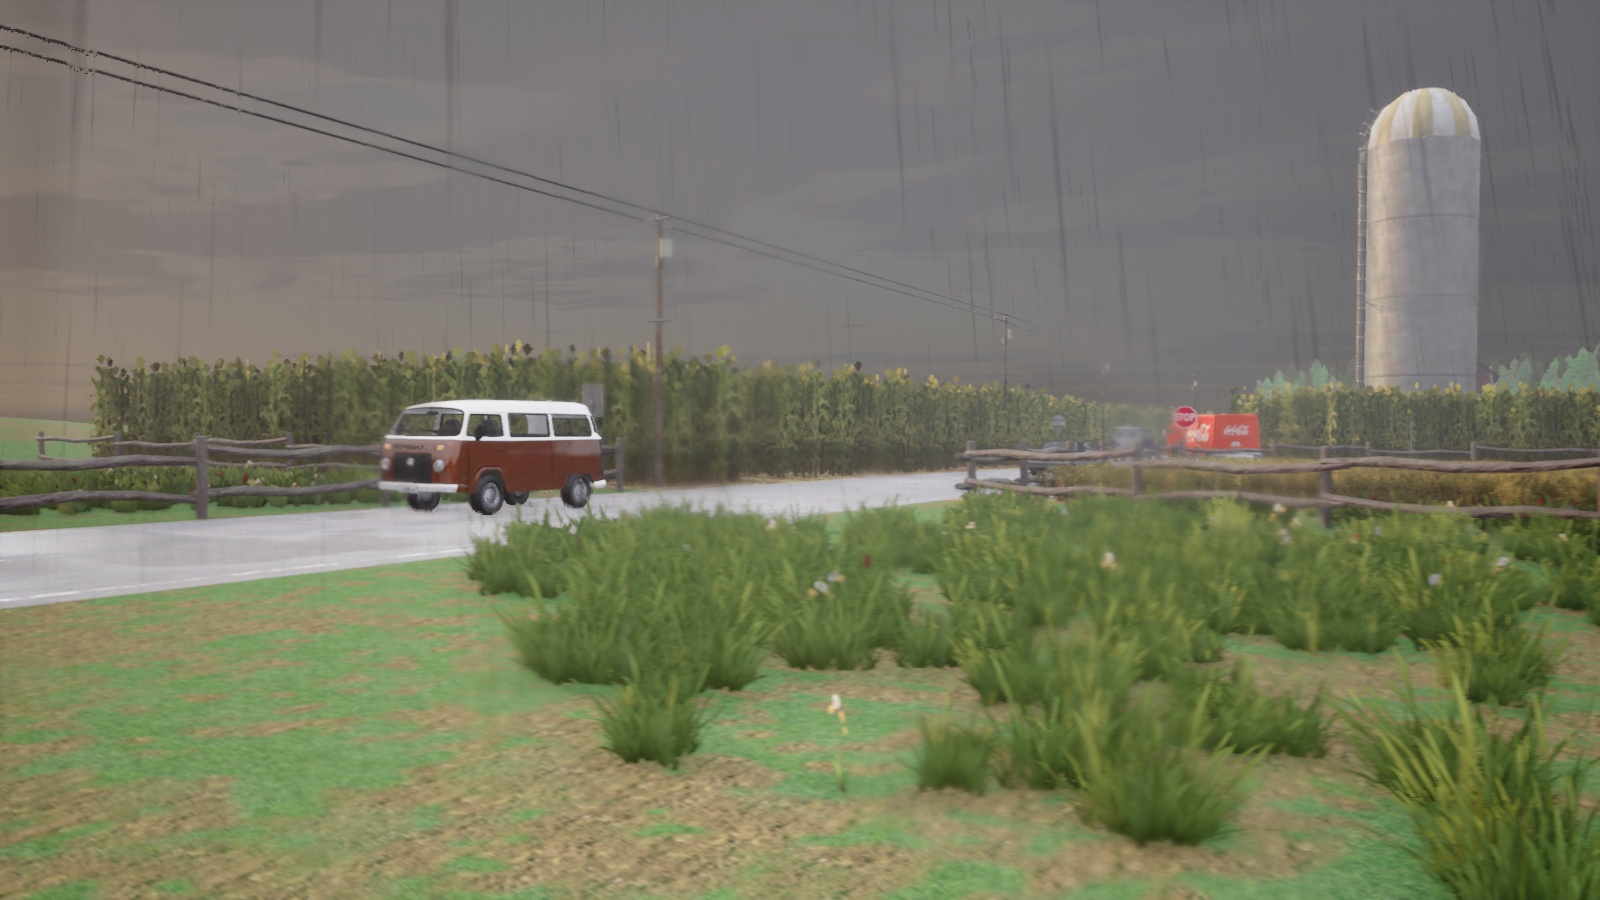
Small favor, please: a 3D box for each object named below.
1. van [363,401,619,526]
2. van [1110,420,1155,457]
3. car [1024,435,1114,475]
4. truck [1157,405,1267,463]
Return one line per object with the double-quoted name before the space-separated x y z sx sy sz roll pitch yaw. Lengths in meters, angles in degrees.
"van" -5.502 0.191 22.997 2.069 2.038 4.480 0 1 28
"van" 18.608 -0.642 70.179 1.775 1.987 4.442 0 1 23
"car" 9.564 0.139 44.404 1.895 1.301 4.718 0 1 28
"truck" 18.744 -0.718 57.479 2.627 2.467 5.204 -2 0 -9
